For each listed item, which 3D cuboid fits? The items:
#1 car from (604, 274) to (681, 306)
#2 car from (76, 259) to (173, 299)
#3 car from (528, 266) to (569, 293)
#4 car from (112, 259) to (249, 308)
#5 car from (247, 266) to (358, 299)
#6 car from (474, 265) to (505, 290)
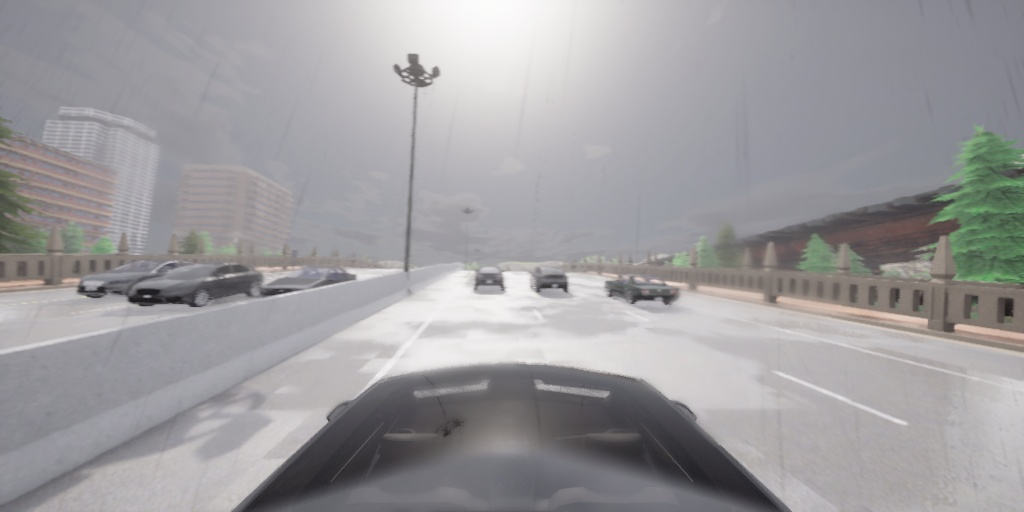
[{"bbox_3d":[5.955,1.518,17.126,1.895,1.301,4.718,1,0,-4],"label":"car"},{"bbox_3d":[-15.144,0.897,15.219,2.128,1.511,4.902,1,0,-4],"label":"car"},{"bbox_3d":[2.146,1.338,21.621,1.837,1.490,4.892,1,0,-4],"label":"car"},{"bbox_3d":[-11.530,0.993,13.593,1.837,1.490,4.892,1,0,-4],"label":"car"},{"bbox_3d":[-8.119,1.122,14.991,2.033,1.411,5.357,1,0,-4],"label":"car"},{"bbox_3d":[-1.415,1.274,22.420,1.812,1.442,4.674,1,0,-4],"label":"car"}]
